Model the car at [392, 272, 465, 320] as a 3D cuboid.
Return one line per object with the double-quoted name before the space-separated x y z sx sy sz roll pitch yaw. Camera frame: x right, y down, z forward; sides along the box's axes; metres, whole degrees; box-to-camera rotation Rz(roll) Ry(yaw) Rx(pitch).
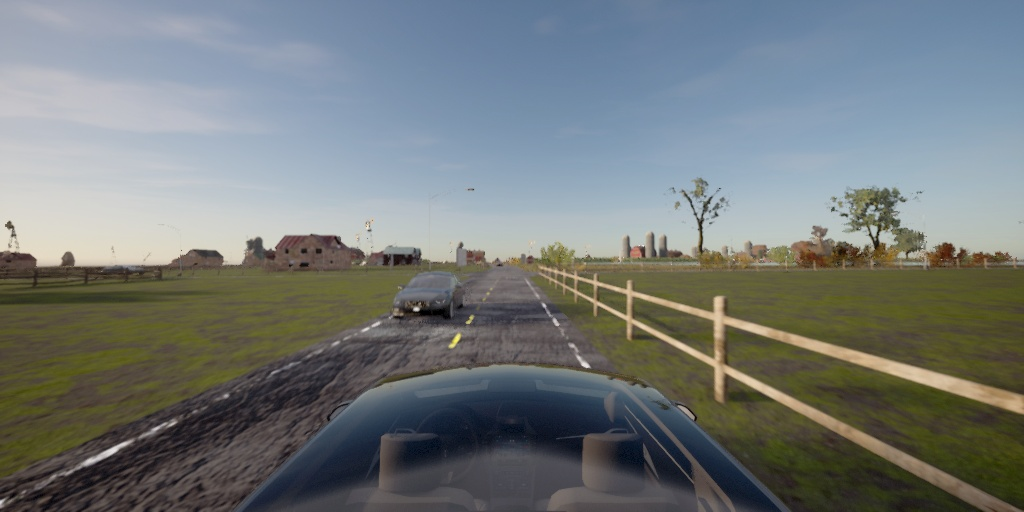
"car" -2.848 1.357 13.137 1.837 1.490 4.892 0 -1 0
